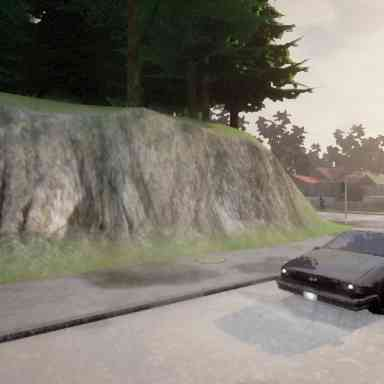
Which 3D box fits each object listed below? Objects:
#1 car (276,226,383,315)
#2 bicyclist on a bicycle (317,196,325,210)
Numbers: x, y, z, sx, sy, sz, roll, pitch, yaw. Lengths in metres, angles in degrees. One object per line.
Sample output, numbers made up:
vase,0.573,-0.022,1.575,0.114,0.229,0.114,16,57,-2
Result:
car,4.361,1.547,7.737,5.357,1.411,2.033,0,0,-36
bicyclist on a bicycle,15.522,1.349,39.962,1.656,1.620,0.582,0,0,-36
